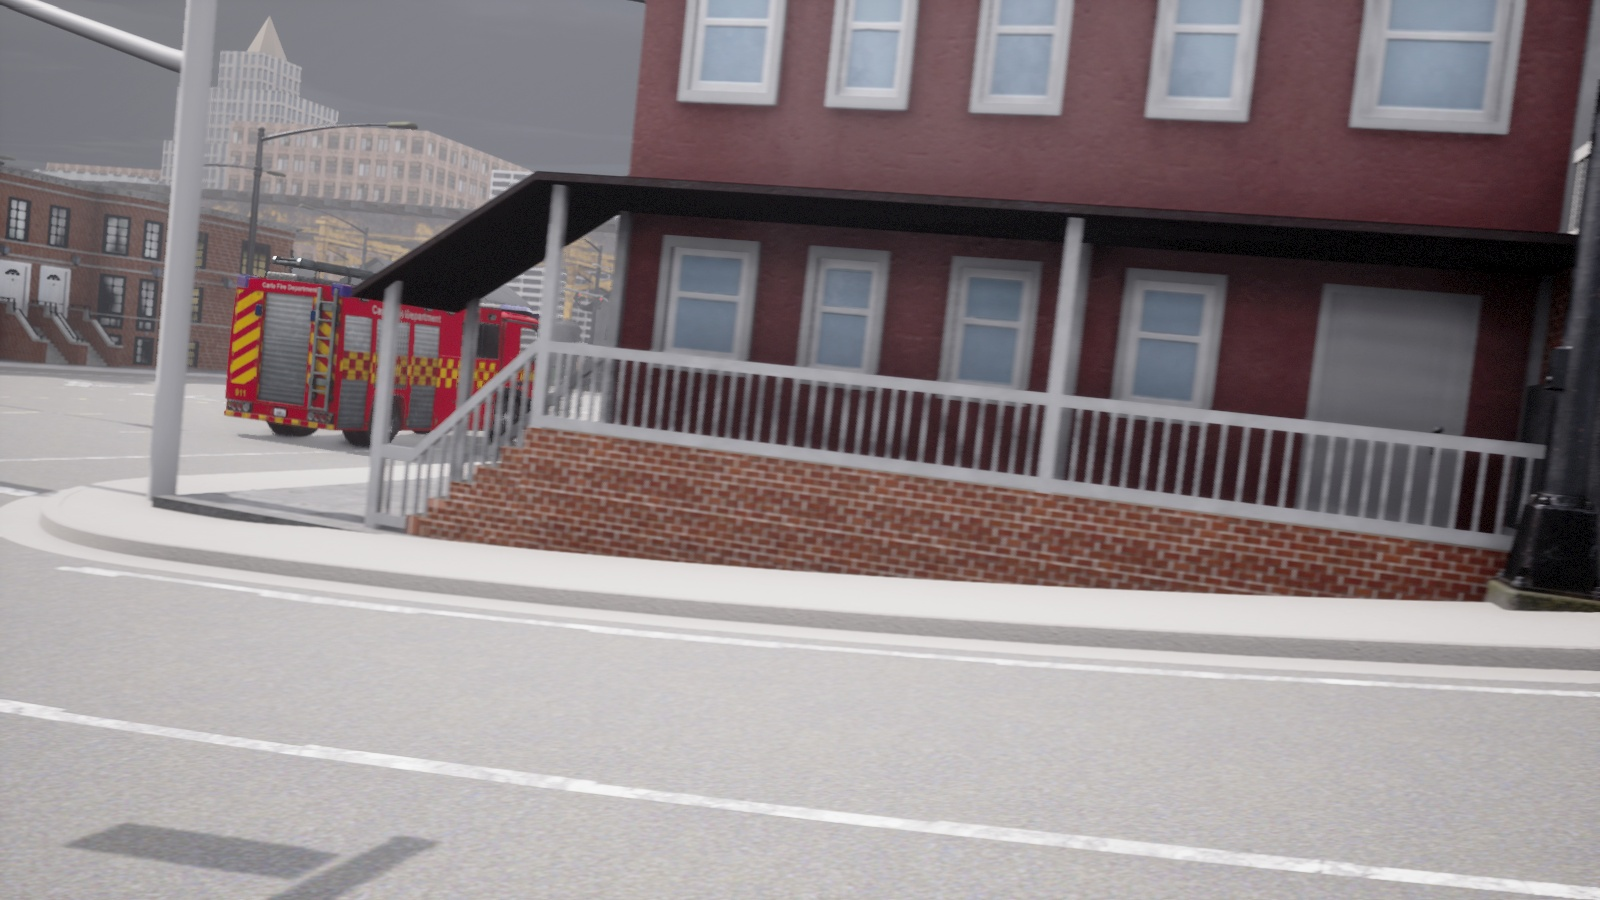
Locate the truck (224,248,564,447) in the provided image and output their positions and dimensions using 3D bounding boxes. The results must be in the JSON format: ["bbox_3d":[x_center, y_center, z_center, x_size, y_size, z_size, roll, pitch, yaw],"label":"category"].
[{"bbox_3d":[-9.224,-2.210,29.977,2.891,3.827,8.468,8,3,19],"label":"truck"}]
